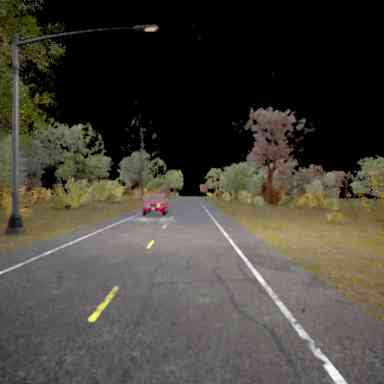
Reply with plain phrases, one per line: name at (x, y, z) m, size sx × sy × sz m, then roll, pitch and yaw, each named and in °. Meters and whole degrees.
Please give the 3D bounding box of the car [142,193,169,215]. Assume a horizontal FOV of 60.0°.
car at (-3.503, 1.167, 32.811) m, size 2.150 × 2.045 × 5.566 m, roll 0°, pitch 0°, yaw 0°
